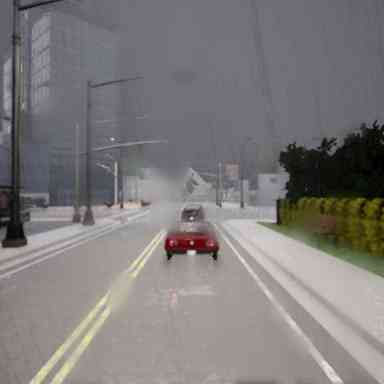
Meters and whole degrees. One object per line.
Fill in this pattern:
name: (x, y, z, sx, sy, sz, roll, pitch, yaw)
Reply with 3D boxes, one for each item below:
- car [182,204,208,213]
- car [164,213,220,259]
car: (0.246, 1.821, 28.456, 1.837, 1.490, 4.892, 0, 0, 6)
car: (0.007, 1.746, 13.238, 1.895, 1.301, 4.718, 0, -1, 0)
